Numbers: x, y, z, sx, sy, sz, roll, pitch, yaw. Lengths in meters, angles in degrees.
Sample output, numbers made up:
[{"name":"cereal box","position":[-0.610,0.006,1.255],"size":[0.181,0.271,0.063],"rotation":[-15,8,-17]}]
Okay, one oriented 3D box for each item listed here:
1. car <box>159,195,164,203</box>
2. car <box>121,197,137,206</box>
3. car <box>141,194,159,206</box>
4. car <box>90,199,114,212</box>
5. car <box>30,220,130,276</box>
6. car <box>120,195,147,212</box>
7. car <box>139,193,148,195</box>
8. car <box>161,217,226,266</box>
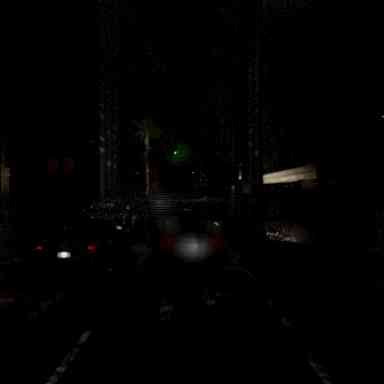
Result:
[{"name":"car","position":[-6.934,1.360,69.102],"size":[2.097,1.767,4.553],"rotation":[0,0,0]},{"name":"car","position":[-10.153,1.514,53.968],"size":[1.812,1.442,4.674],"rotation":[0,0,0]},{"name":"car","position":[-6.904,1.513,53.408],"size":[1.812,1.442,4.674],"rotation":[0,0,0]},{"name":"car","position":[-10.081,1.499,37.760],"size":[1.812,1.442,4.674],"rotation":[0,0,-1]},{"name":"car","position":[-3.214,1.539,10.320],"size":[1.994,1.385,4.181],"rotation":[0,0,0]},{"name":"car","position":[-6.829,1.464,37.742],"size":[2.128,1.511,4.902],"rotation":[0,0,0]},{"name":"car","position":[-10.186,1.229,69.364],"size":[2.150,2.045,5.566],"rotation":[0,0,0]},{"name":"car","position":[0.032,1.529,11.444],"size":[1.994,1.385,4.181],"rotation":[0,0,0]}]
